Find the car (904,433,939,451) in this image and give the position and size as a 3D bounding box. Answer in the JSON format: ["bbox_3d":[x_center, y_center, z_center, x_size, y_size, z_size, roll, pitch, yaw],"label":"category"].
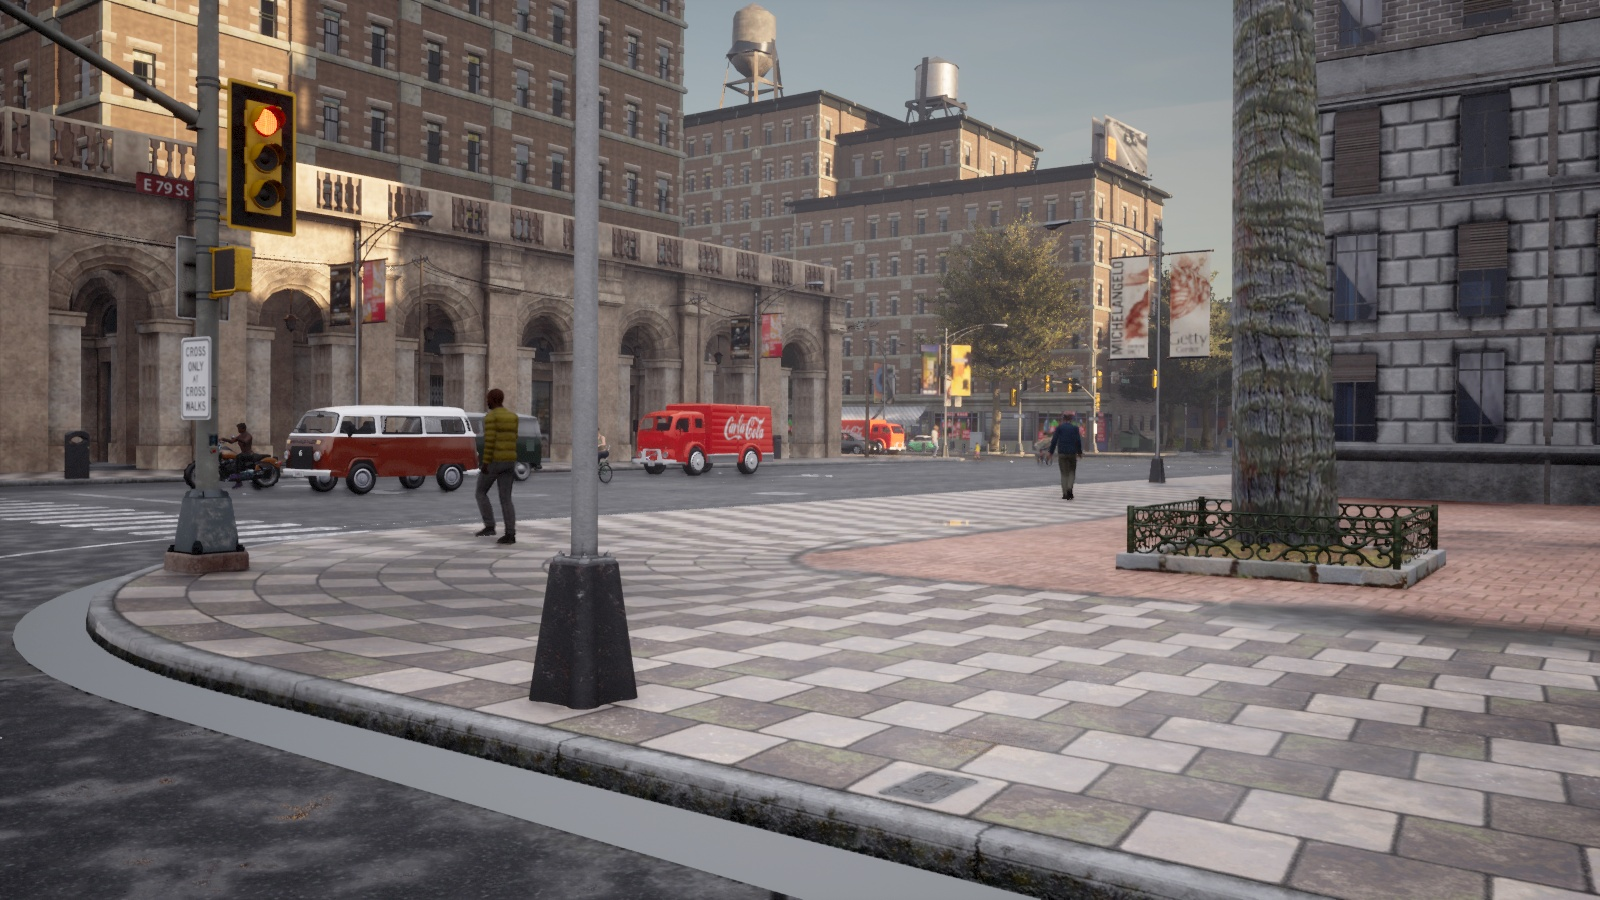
[{"bbox_3d":[9.193,-0.598,95.323,2.207,1.376,1.481,0,1,37],"label":"car"}]

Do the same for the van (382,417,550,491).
[{"bbox_3d":[-9.462,0.080,35.893,1.775,1.987,4.442,0,1,38],"label":"van"}]

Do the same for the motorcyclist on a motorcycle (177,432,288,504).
[{"bbox_3d":[-13.624,0.392,30.220,0.766,1.649,2.350,0,1,37],"label":"motorcyclist on a motorcycle"}]

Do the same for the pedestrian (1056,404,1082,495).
[{"bbox_3d":[5.508,-0.013,25.704,0.402,1.842,0.726,0,1,22],"label":"pedestrian"}]

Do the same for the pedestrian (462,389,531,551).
[{"bbox_3d":[-3.531,0.221,14.594,0.726,1.835,0.370,0,1,36],"label":"pedestrian"}]

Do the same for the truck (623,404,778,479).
[{"bbox_3d":[-3.416,-0.326,44.056,2.627,2.467,5.204,0,1,37],"label":"truck"}]

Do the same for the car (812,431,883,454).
[{"bbox_3d":[3.231,-0.518,85.469,4.514,1.525,2.007,0,1,37],"label":"car"}]

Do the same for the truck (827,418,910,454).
[{"bbox_3d":[4.817,-1.009,88.613,5.204,2.467,2.627,0,1,36],"label":"truck"}]

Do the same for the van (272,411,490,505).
[{"bbox_3d":[-9.788,0.138,29.663,2.069,2.038,4.480,0,1,37],"label":"van"}]
